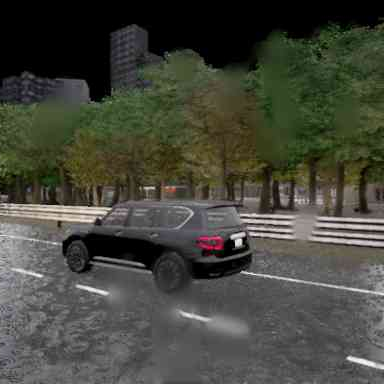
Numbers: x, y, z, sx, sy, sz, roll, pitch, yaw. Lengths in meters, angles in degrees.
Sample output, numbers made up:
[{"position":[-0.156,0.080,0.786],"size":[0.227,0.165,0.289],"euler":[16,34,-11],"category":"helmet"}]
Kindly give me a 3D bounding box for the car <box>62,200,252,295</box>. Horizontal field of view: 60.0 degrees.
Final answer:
[{"position":[-1.143,1.225,8.983],"size":[5.566,2.045,2.150],"euler":[0,0,36],"category":"car"}]
